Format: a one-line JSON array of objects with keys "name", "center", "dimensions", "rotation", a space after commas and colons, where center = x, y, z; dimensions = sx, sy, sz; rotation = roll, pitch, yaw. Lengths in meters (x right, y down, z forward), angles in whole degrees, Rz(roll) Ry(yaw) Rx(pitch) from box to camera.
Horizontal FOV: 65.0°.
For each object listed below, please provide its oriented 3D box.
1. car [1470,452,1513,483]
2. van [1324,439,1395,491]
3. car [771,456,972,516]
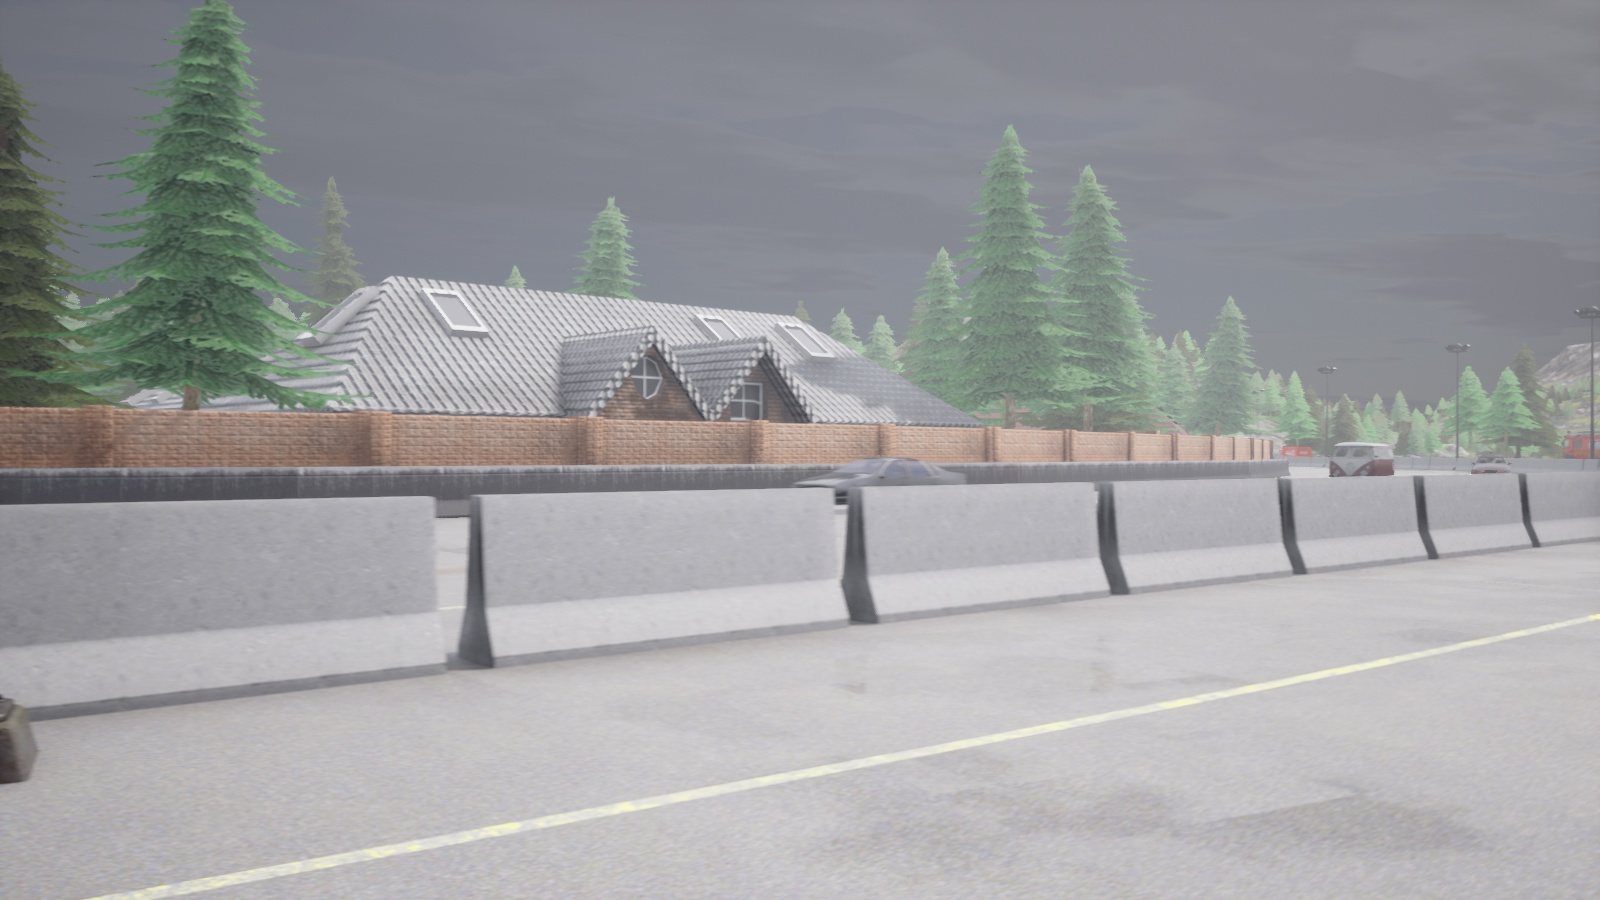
[{"name": "car", "center": [34.831, 0.851, 63.238], "dimensions": [1.816, 1.474, 4.193], "rotation": [0, 0, 29]}, {"name": "van", "center": [22.666, 0.584, 50.771], "dimensions": [1.775, 1.987, 4.442], "rotation": [0, 0, 36]}, {"name": "car", "center": [1.935, 0.877, 32.407], "dimensions": [5.357, 1.411, 2.033], "rotation": [0, 0, -43]}]
